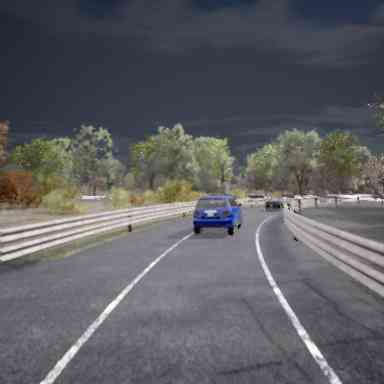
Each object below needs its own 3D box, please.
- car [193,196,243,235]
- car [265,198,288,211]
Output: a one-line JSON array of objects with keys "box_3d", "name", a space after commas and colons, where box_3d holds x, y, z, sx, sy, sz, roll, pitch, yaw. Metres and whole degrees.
[{"box_3d": [1.635, 1.244, 19.429, 2.150, 2.045, 5.566, -2, 0, 15], "name": "car"}, {"box_3d": [10.764, 1.471, 41.823, 1.882, 1.535, 5.008, -2, -1, 31], "name": "car"}]
